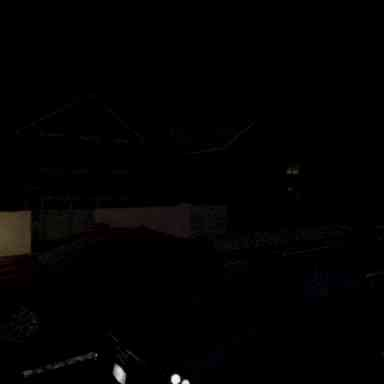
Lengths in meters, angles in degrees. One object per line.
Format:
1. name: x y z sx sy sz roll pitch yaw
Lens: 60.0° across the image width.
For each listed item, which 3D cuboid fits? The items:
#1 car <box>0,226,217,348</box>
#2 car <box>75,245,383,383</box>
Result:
1. car: -1.705 1.476 6.460 5.008 1.535 1.882 0 0 -35
2. car: 0.928 1.563 4.346 4.181 1.385 1.994 0 0 -35
